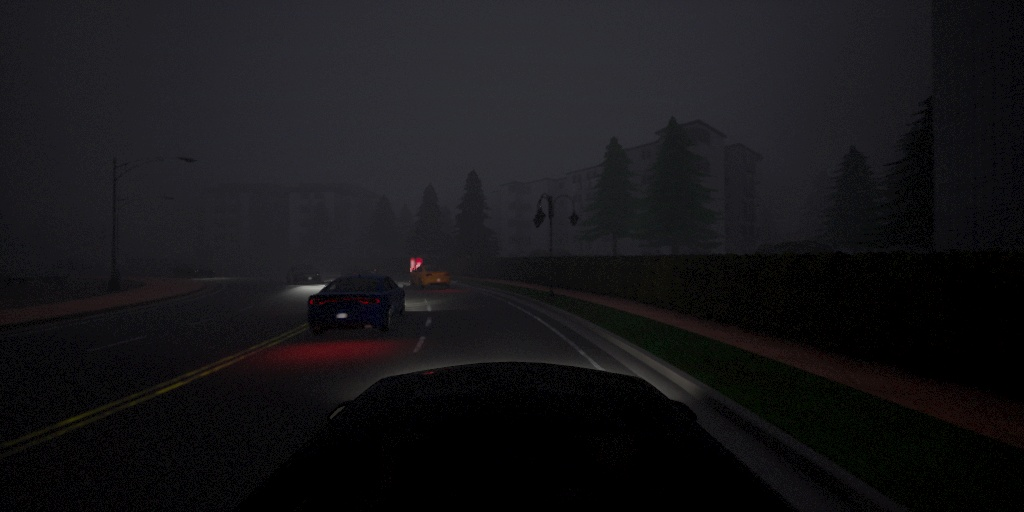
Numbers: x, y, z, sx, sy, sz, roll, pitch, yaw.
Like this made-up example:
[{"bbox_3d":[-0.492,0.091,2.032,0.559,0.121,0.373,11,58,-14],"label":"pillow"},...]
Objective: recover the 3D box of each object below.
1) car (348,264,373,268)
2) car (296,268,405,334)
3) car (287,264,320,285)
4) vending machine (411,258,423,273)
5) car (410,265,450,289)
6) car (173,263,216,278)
[{"bbox_3d":[-12.913,1.504,29.862,1.994,1.385,4.181,0,-1,-36],"label":"car"},{"bbox_3d":[-4.491,1.291,11.013,1.882,1.535,5.008,0,0,-10],"label":"car"},{"bbox_3d":[-16.727,1.429,28.813,2.128,1.511,4.902,0,-1,-40],"label":"car"},{"bbox_3d":[-10.206,1.186,38.400,1.100,2.100,0.880,0,0,-43],"label":"vending machine"},{"bbox_3d":[-5.801,1.380,25.089,1.882,1.535,5.008,0,0,-27],"label":"car"},{"bbox_3d":[-33.127,1.485,37.401,5.008,1.535,1.882,0,-1,24],"label":"car"}]
